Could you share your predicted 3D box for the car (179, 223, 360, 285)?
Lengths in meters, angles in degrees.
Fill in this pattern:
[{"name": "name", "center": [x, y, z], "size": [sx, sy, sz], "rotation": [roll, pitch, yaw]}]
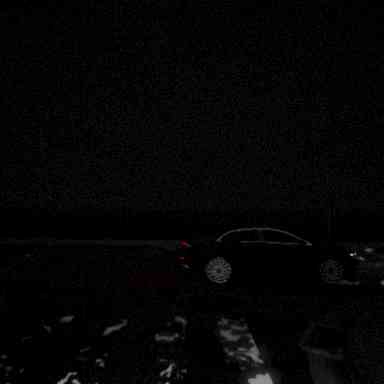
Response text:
[{"name": "car", "center": [2.083, 1.645, 9.391], "size": [4.902, 1.511, 2.128], "rotation": [1, -1, 0]}]
